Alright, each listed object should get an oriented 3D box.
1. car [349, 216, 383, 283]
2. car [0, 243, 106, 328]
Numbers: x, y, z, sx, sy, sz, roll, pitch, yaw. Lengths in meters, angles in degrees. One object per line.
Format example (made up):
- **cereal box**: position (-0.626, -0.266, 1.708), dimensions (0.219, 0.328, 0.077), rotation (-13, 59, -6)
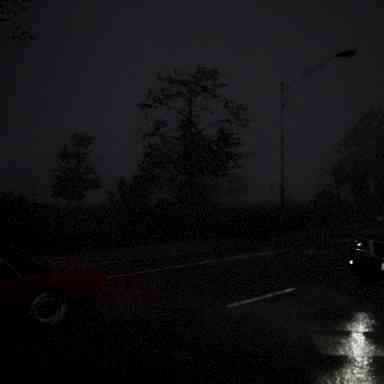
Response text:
- **car**: position (6.335, 1.215, 8.510), dimensions (5.566, 2.045, 2.150), rotation (0, 0, -35)
- **car**: position (-4.001, 1.601, 5.439), dimensions (4.718, 1.301, 1.895), rotation (0, 0, -35)
